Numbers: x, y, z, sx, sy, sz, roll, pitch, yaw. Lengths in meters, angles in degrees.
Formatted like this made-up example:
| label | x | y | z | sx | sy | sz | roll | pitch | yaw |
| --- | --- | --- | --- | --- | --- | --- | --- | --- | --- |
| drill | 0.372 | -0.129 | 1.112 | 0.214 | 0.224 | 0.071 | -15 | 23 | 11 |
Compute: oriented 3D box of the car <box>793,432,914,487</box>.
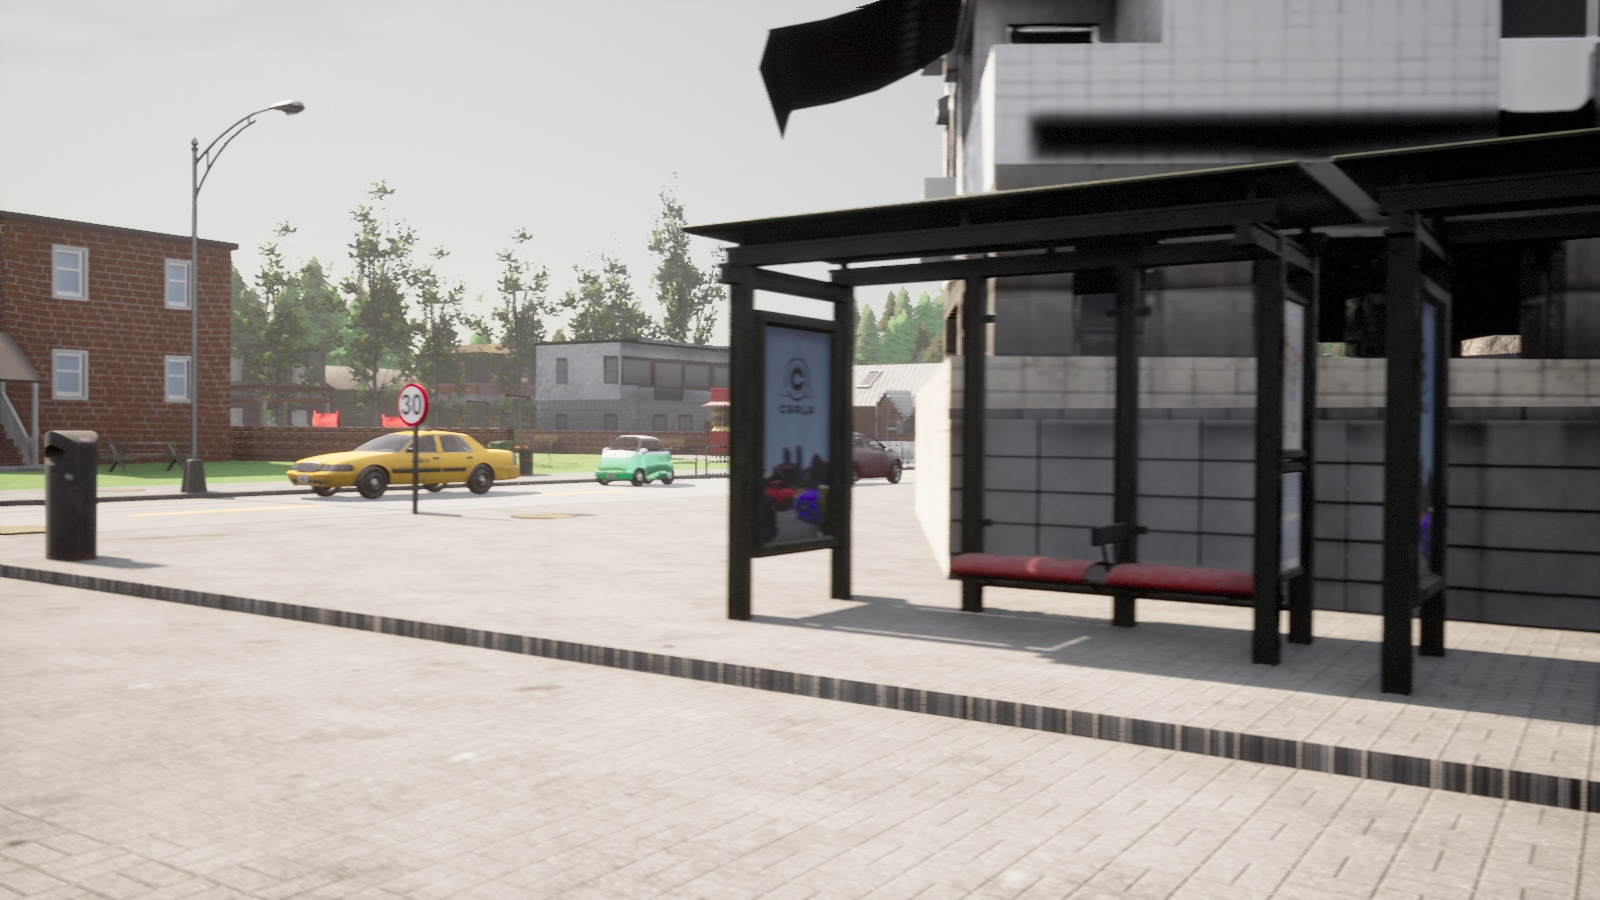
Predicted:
| label | x | y | z | sx | sy | sz | roll | pitch | yaw |
| --- | --- | --- | --- | --- | --- | --- | --- | --- | --- |
| car | 1.586 | 0.237 | 36.175 | 1.845 | 1.501 | 3.633 | 0 | 1 | 34 |

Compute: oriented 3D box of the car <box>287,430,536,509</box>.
| label | x | y | z | sx | sy | sz | roll | pitch | yaw |
| --- | --- | --- | --- | --- | --- | --- | --- | --- | --- |
| car | -8.525 | 0.364 | 28.120 | 1.801 | 1.575 | 5.366 | 0 | 1 | 34 |

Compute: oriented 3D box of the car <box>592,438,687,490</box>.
| label | x | y | z | sx | sy | sz | roll | pitch | yaw |
| --- | --- | --- | --- | --- | --- | --- | --- | --- | --- |
| car | -4.380 | 0.357 | 34.374 | 1.481 | 1.376 | 2.207 | 0 | 1 | 34 |
